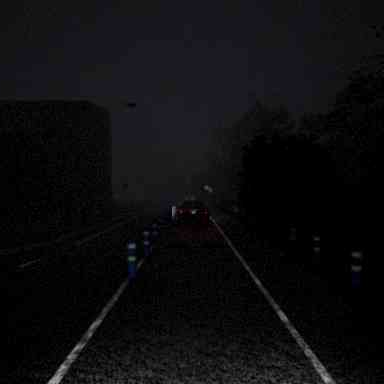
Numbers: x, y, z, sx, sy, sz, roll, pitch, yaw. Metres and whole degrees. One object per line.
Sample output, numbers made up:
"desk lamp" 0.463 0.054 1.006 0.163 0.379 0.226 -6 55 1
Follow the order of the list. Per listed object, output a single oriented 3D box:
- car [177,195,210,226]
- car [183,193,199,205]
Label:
"car" 0.103 1.308 23.243 2.097 1.767 4.553 0 0 0
"car" -0.276 1.135 54.254 2.097 1.767 4.553 -1 2 -7
